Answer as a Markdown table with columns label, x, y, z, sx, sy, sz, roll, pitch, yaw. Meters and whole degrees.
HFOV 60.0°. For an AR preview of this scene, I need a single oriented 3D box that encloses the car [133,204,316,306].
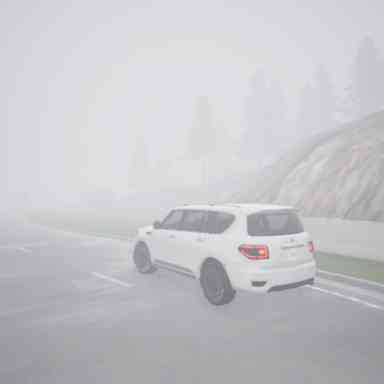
| label | x | y | z | sx | sy | sz | roll | pitch | yaw |
| --- | --- | --- | --- | --- | --- | --- | --- | --- | --- |
| car | 0.436 | 1.316 | 8.634 | 2.150 | 2.045 | 5.566 | 0 | -1 | -34 |
